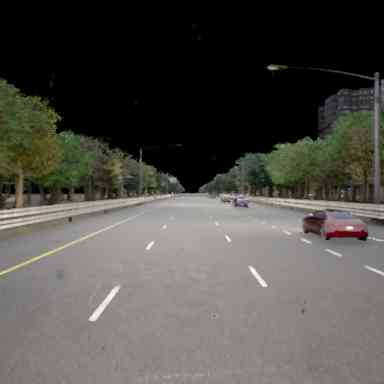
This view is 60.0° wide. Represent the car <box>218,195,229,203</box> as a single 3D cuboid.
[{"bbox_3d":[7.057,1.655,70.656,1.895,1.301,4.718,0,0,0],"label":"car"}]

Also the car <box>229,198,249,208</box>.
[{"bbox_3d":[6.999,1.563,48.625,1.812,1.442,4.674,0,0,0],"label":"car"}]

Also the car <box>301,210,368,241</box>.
[{"bbox_3d":[6.993,1.571,16.751,1.994,1.385,4.181,0,0,0],"label":"car"}]
